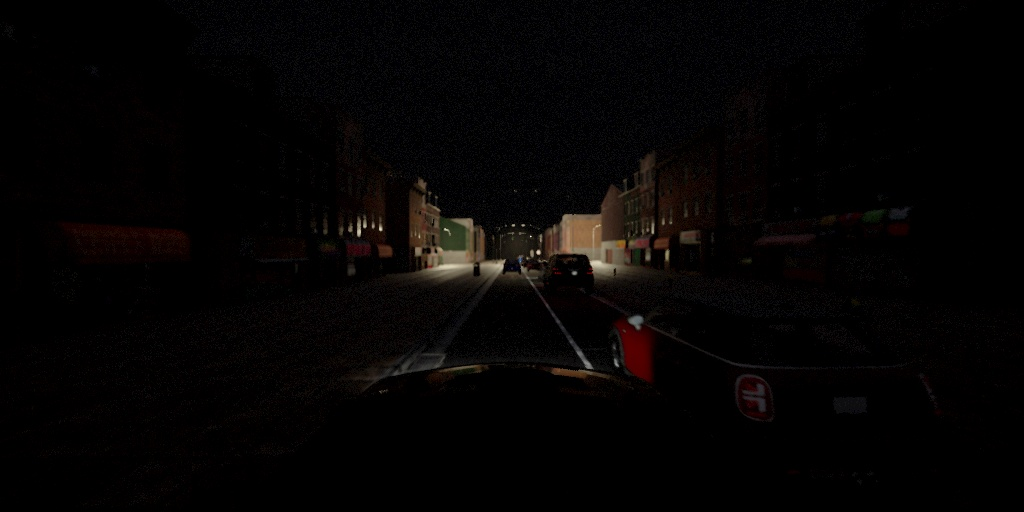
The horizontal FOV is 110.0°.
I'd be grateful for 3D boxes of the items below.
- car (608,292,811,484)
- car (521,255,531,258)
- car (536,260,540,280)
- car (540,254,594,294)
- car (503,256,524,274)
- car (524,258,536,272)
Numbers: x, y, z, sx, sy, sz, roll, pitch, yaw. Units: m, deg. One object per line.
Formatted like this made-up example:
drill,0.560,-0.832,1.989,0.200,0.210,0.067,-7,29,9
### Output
car,2.636,1.174,4.730,1.967,1.591,4.097,0,0,0
car,2.619,0.978,53.350,1.967,1.591,4.097,0,0,0
car,3.015,1.159,26.721,1.812,1.442,4.674,0,0,0
car,2.975,0.891,19.749,2.150,2.045,5.566,0,0,0
car,0.016,1.067,37.924,1.882,1.535,5.008,0,0,1
car,2.623,1.155,42.546,1.802,1.307,4.207,0,0,0
